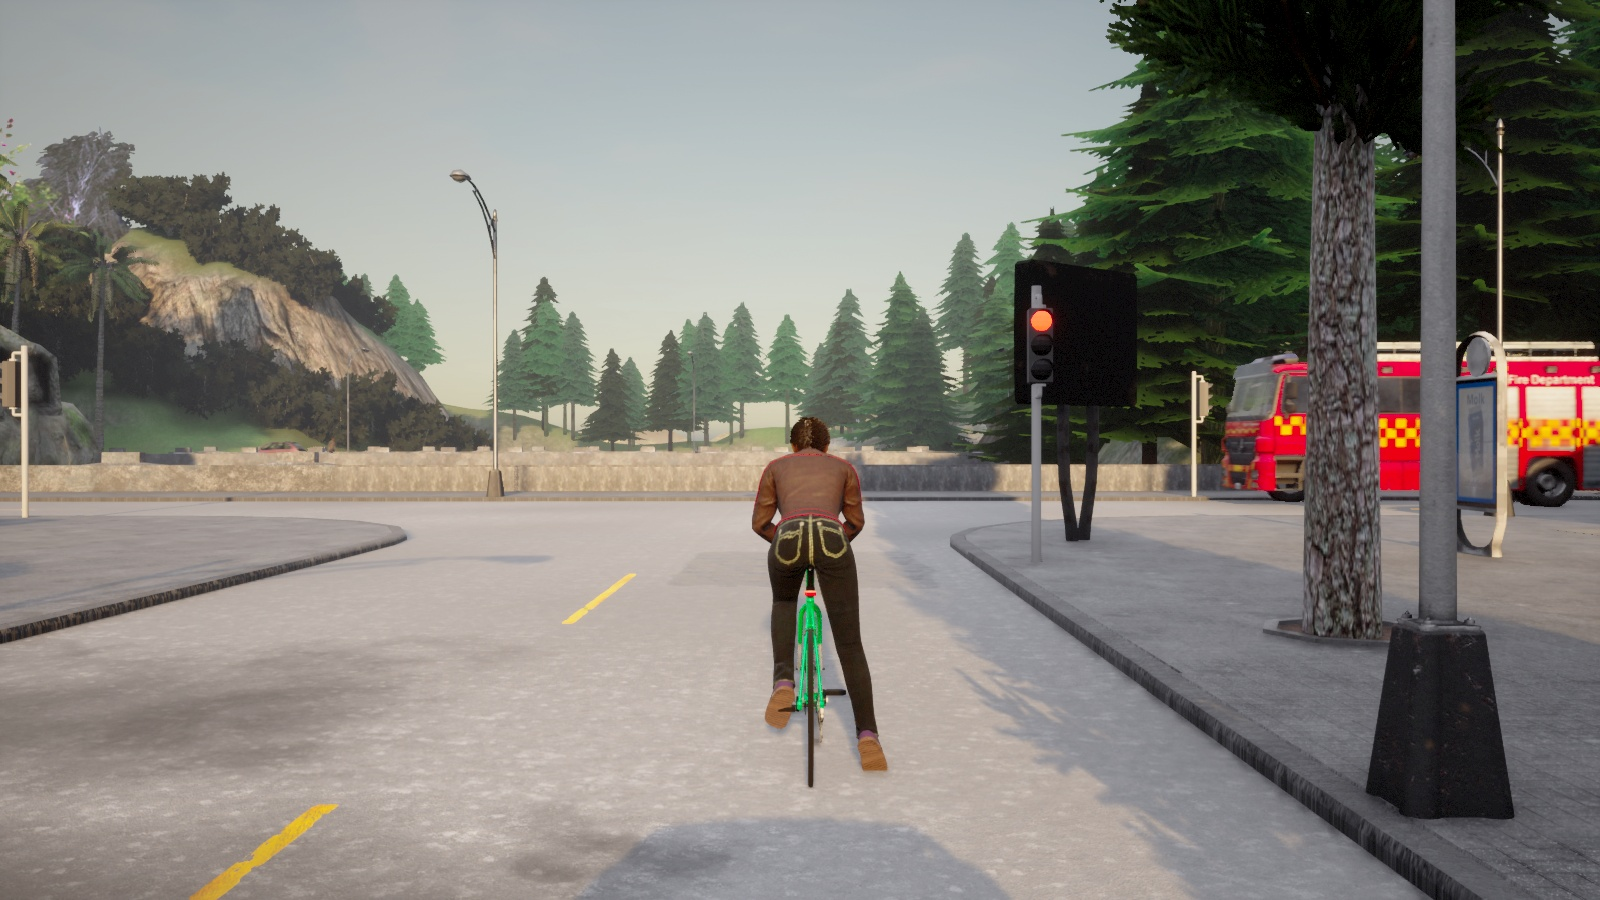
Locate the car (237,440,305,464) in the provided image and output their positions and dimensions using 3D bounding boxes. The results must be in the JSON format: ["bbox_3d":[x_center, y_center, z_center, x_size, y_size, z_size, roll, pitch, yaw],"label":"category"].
[{"bbox_3d":[-36.957,0.119,87.806,3.988,1.617,1.851,0,0,0],"label":"car"}]

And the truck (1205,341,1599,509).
[{"bbox_3d":[14.369,-0.576,29.994,8.468,3.827,2.891,0,0,0],"label":"truck"}]

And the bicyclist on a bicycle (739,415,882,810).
[{"bbox_3d":[0.048,0.666,5.972,0.582,1.620,1.656,0,0,0],"label":"bicyclist on a bicycle"}]
